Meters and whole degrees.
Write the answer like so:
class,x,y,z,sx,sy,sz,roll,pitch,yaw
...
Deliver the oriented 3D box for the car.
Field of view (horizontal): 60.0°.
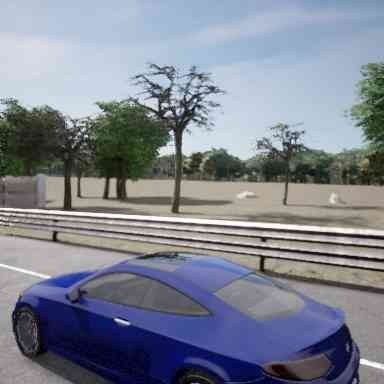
class,x,y,z,sx,sy,sz,roll,pitch,yaw
car,-0.439,1.520,4.305,4.674,1.442,1.812,0,0,35
